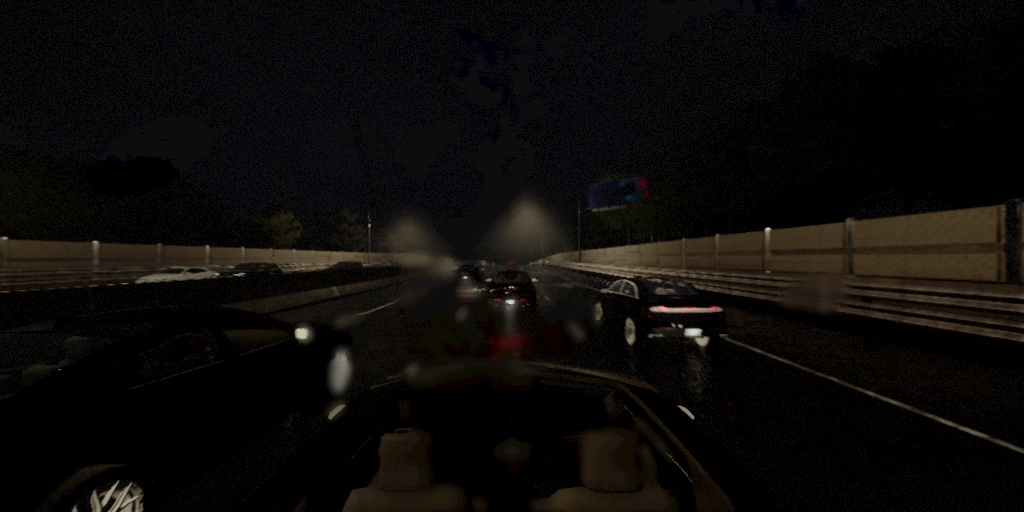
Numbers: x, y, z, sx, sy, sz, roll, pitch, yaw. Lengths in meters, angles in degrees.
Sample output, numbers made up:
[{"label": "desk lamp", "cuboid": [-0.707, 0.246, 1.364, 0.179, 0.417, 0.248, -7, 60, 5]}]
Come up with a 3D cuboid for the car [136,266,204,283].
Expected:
[{"label": "car", "cuboid": [-21.079, 1.391, 22.916, 1.812, 1.442, 4.674, 0, 0, 0]}]

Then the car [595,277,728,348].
[{"label": "car", "cuboid": [3.500, 1.279, 9.352, 2.128, 1.511, 4.902, 0, 0, 0]}]

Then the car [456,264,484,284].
[{"label": "car", "cuboid": [-3.396, 1.409, 29.281, 1.837, 1.490, 4.892, 0, 0, 0]}]

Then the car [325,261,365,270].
[{"label": "car", "cuboid": [-14.032, 1.262, 30.171, 2.097, 1.767, 4.553, 0, 0, 1]}]

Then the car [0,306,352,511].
[{"label": "car", "cuboid": [-3.401, 1.236, 3.567, 1.882, 1.535, 5.008, 0, 0, 0]}]

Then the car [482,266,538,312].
[{"label": "car", "cuboid": [-0.019, 1.321, 14.658, 1.837, 1.490, 4.892, 0, 0, 0]}]

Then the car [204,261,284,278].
[{"label": "car", "cuboid": [-17.573, 1.224, 24.122, 2.097, 1.767, 4.553, 0, 0, 0]}]
